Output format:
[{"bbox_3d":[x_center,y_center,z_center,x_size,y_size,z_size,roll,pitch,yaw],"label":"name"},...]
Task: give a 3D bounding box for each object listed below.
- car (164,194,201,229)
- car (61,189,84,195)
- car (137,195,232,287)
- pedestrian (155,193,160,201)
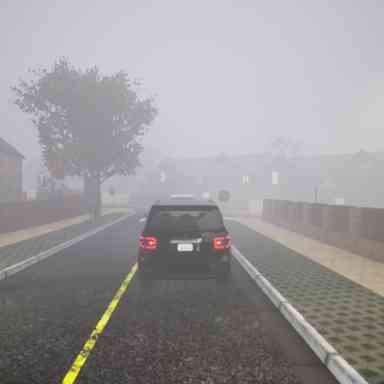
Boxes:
[{"bbox_3d":[-0.646,1.191,22.498,2.150,2.045,5.566,0,0,-2],"label":"car"},{"bbox_3d":[-15.494,0.640,44.015,5.566,2.045,2.150,2,0,30],"label":"car"},{"bbox_3d":[-0.220,1.214,9.490,2.150,2.045,5.566,0,0,-2],"label":"car"},{"bbox_3d":[-4.670,1.010,44.518,0.375,1.860,0.375,-1,-5,30],"label":"pedestrian"}]
